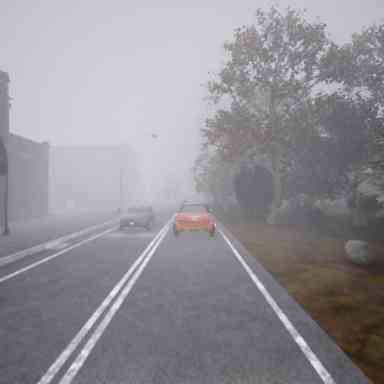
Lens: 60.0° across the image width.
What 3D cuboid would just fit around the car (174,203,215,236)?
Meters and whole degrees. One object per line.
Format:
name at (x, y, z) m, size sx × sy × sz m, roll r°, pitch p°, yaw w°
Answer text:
car at (0.110, 1.366, 18.628) m, size 2.097 × 1.767 × 4.553 m, roll 0°, pitch 0°, yaw 0°

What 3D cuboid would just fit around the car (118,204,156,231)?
car at (-3.333, 1.530, 20.930) m, size 1.837 × 1.490 × 4.892 m, roll 0°, pitch 0°, yaw 0°
